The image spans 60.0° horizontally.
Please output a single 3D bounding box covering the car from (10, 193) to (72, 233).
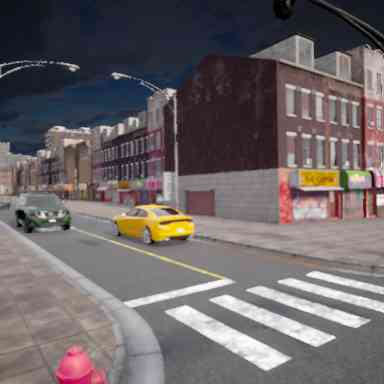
[{"bbox_3d":[-8.689,1.086,19.153,2.150,2.045,5.566,-1,1,-35],"label":"car"}]

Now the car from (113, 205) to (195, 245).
[{"bbox_3d":[-1.898,1.327,14.924,1.882,1.535,5.008,-1,1,-36],"label":"car"}]

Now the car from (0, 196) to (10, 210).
[{"bbox_3d":[-21.870,1.197,37.819,1.882,1.535,5.008,-1,1,-35],"label":"car"}]
